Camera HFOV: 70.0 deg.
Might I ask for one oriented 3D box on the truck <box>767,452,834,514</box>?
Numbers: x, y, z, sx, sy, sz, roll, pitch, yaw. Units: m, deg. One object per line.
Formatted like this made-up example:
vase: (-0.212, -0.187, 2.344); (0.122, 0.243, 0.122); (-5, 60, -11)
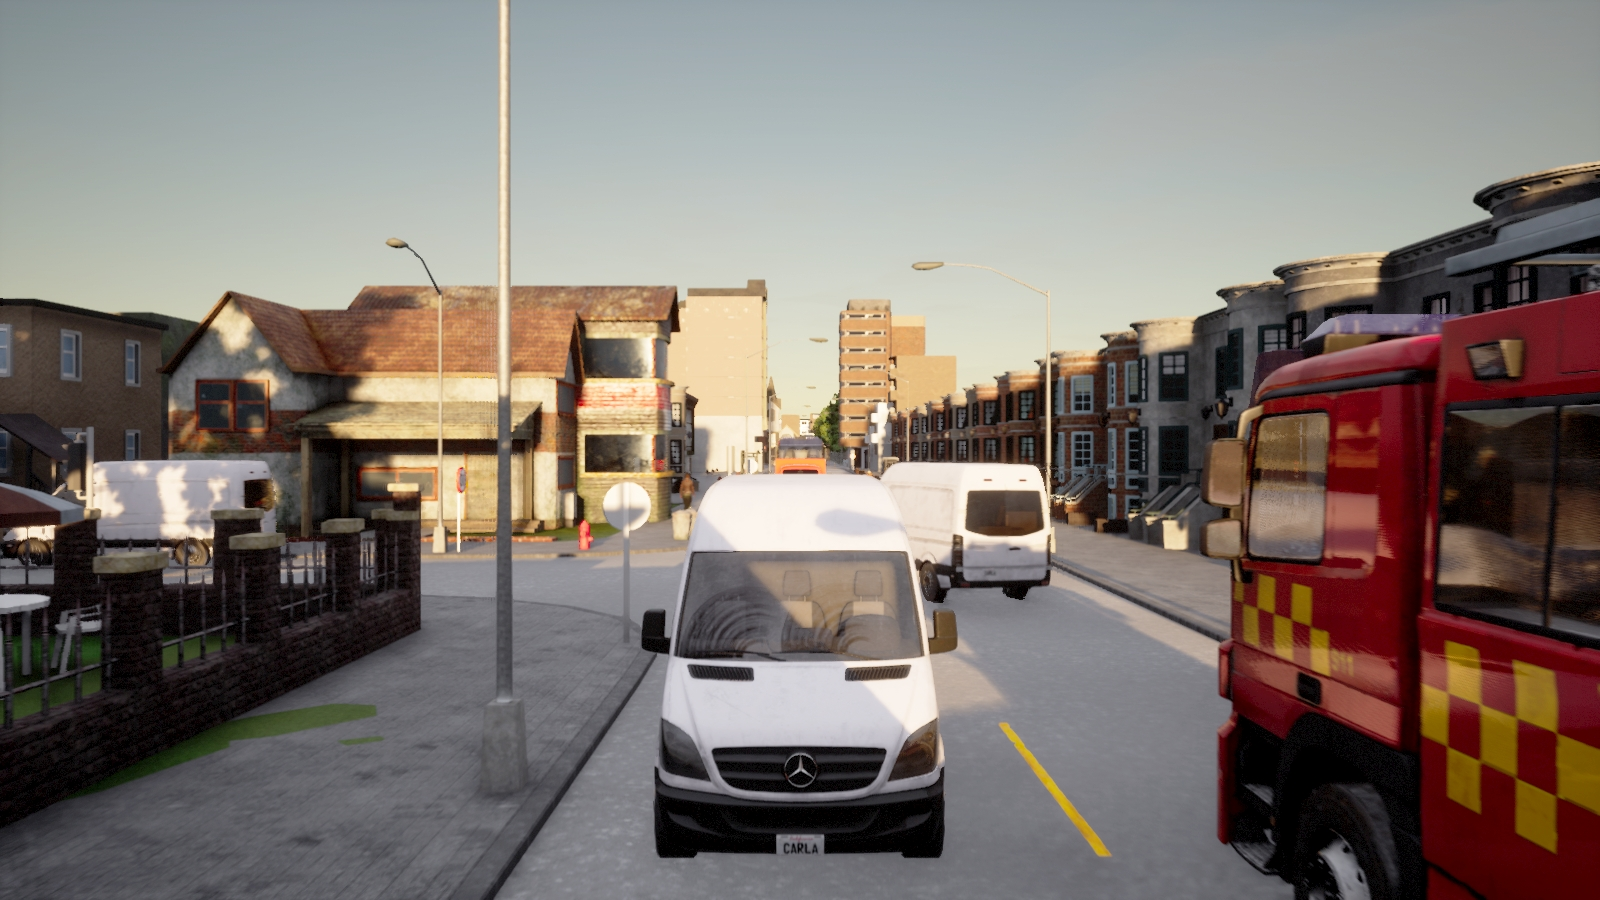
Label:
truck: (0.011, 1.361, 47.810); (2.627, 2.467, 5.204); (0, -1, 0)

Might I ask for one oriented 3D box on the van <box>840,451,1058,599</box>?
van: (2.760, 1.315, 23.017); (1.988, 2.561, 5.915); (1, 0, -18)

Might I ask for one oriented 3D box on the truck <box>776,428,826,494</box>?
truck: (0.037, 0.667, 70.392); (2.891, 3.827, 8.468); (0, 0, 0)

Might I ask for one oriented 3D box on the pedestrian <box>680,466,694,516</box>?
pedestrian: (-4.233, 1.525, 42.809); (0.375, 1.860, 0.375); (0, 0, 16)

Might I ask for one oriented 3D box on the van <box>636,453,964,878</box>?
van: (0.002, 1.314, 9.889); (1.988, 2.561, 5.915); (0, 0, 0)

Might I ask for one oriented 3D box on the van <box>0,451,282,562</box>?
van: (-15.894, 1.314, 27.523); (5.915, 2.561, 1.988); (0, 0, 0)

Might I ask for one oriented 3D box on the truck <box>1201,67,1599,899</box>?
truck: (4.047, 0.671, 3.095); (2.891, 3.827, 8.468); (0, 0, 0)
